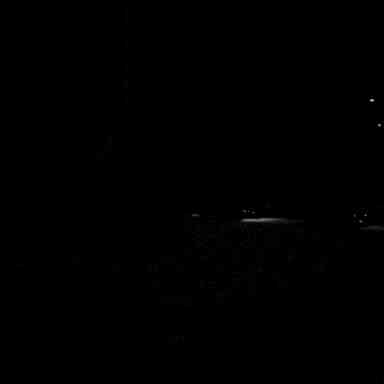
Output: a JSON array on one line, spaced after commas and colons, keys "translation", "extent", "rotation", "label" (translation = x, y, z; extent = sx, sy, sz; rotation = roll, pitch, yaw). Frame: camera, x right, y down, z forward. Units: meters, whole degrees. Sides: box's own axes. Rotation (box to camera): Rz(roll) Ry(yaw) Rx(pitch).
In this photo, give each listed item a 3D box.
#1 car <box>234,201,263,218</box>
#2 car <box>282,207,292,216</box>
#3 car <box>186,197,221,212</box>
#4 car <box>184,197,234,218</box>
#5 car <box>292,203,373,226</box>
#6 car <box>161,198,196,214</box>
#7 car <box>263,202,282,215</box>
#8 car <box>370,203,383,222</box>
[{"translation": [4.118, 1.676, 32.038], "extent": [1.837, 1.490, 4.892], "rotation": [0, -1, -36], "label": "car"}, {"translation": [11.417, 1.713, 32.090], "extent": [1.887, 1.381, 4.507], "rotation": [0, 0, -36], "label": "car"}, {"translation": [1.541, 1.652, 45.774], "extent": [2.192, 1.841, 5.009], "rotation": [0, 0, -36], "label": "car"}, {"translation": [1.205, 1.483, 31.671], "extent": [2.192, 1.841, 5.009], "rotation": [0, 0, -36], "label": "car"}, {"translation": [9.972, 1.672, 23.967], "extent": [1.895, 1.301, 4.718], "rotation": [0, -1, -37], "label": "car"}, {"translation": [-1.733, 1.624, 40.164], "extent": [2.097, 1.767, 4.553], "rotation": [0, -1, -36], "label": "car"}, {"translation": [8.026, 1.751, 36.789], "extent": [1.752, 1.417, 4.829], "rotation": [0, 0, -36], "label": "car"}, {"translation": [14.609, 1.638, 27.668], "extent": [1.752, 1.417, 4.829], "rotation": [0, 0, -36], "label": "car"}]
